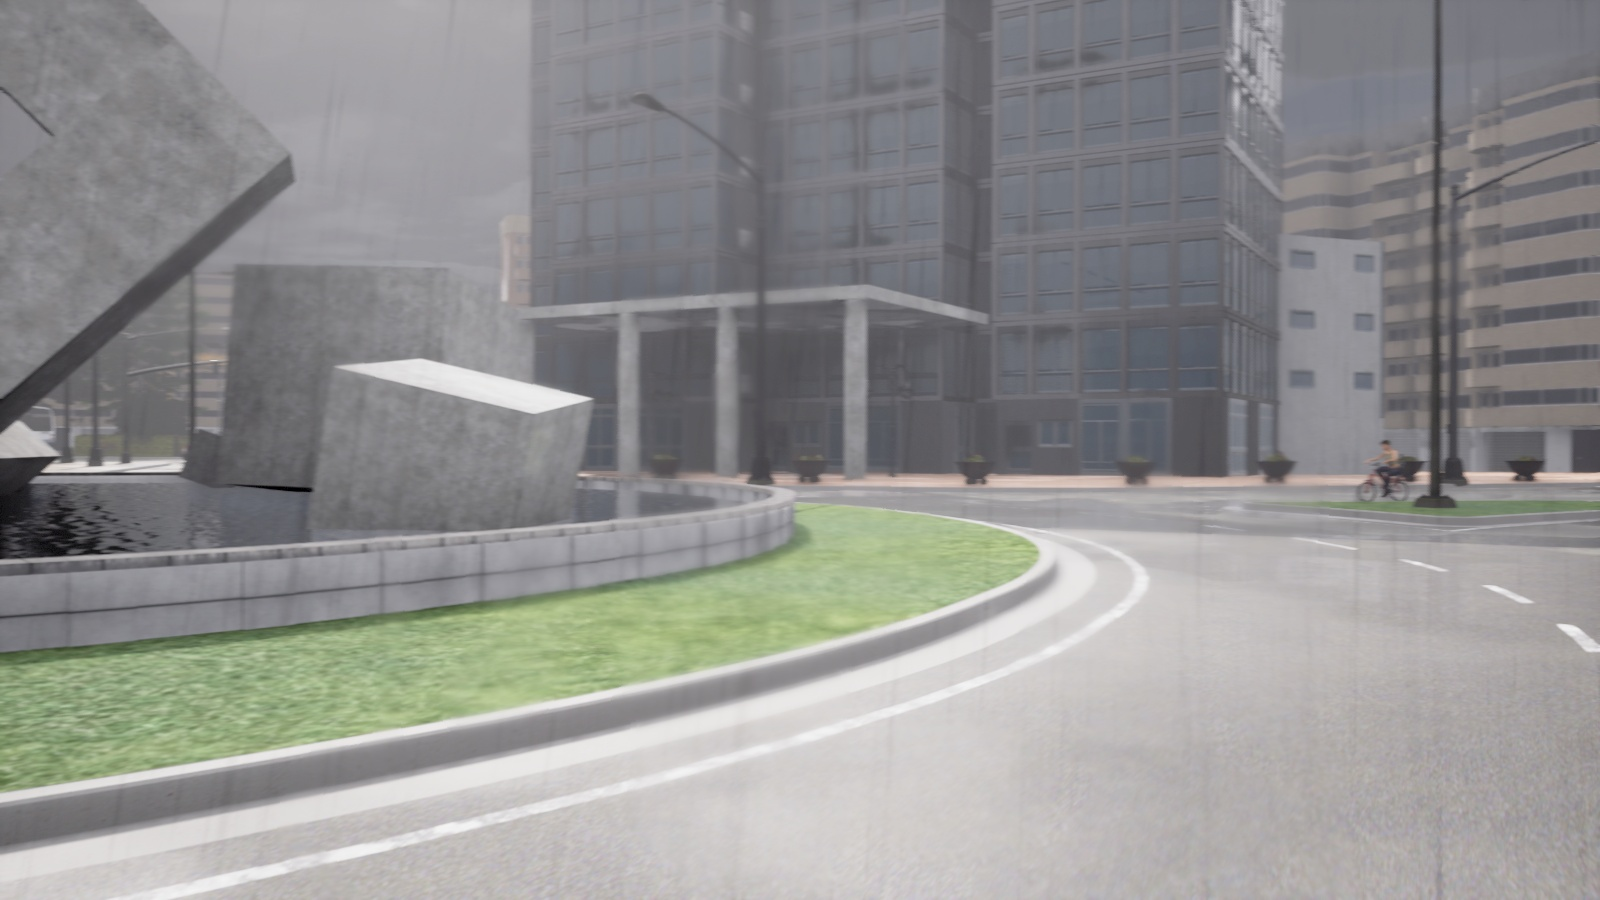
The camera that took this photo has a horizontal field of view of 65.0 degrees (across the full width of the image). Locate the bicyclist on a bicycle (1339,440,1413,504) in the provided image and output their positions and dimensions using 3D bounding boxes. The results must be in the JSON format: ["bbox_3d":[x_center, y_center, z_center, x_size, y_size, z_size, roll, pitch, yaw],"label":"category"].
[{"bbox_3d":[14.782,0.557,32.236,1.509,1.612,0.866,0,0,-13],"label":"bicyclist on a bicycle"}]

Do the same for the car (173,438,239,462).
[{"bbox_3d":[-40.910,0.008,86.560,3.988,1.617,1.851,0,0,-21],"label":"car"}]
